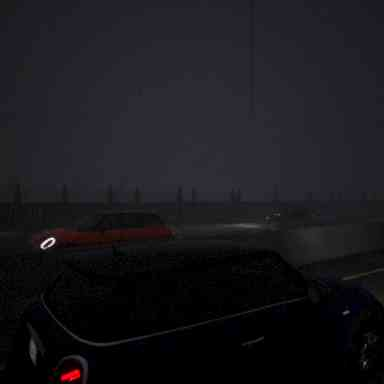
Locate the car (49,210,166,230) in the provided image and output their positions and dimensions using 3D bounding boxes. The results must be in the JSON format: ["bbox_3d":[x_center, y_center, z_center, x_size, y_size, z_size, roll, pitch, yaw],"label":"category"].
[{"bbox_3d":[-2.775,1.393,10.610,4.553,1.767,2.097,1,0,-35],"label":"car"}]

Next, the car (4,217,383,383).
[{"bbox_3d":[0.395,1.380,4.029,4.553,1.767,2.097,1,0,-35],"label":"car"}]

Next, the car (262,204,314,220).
[{"bbox_3d":[7.745,1.734,26.709,4.902,1.511,2.128,1,0,-35],"label":"car"}]
